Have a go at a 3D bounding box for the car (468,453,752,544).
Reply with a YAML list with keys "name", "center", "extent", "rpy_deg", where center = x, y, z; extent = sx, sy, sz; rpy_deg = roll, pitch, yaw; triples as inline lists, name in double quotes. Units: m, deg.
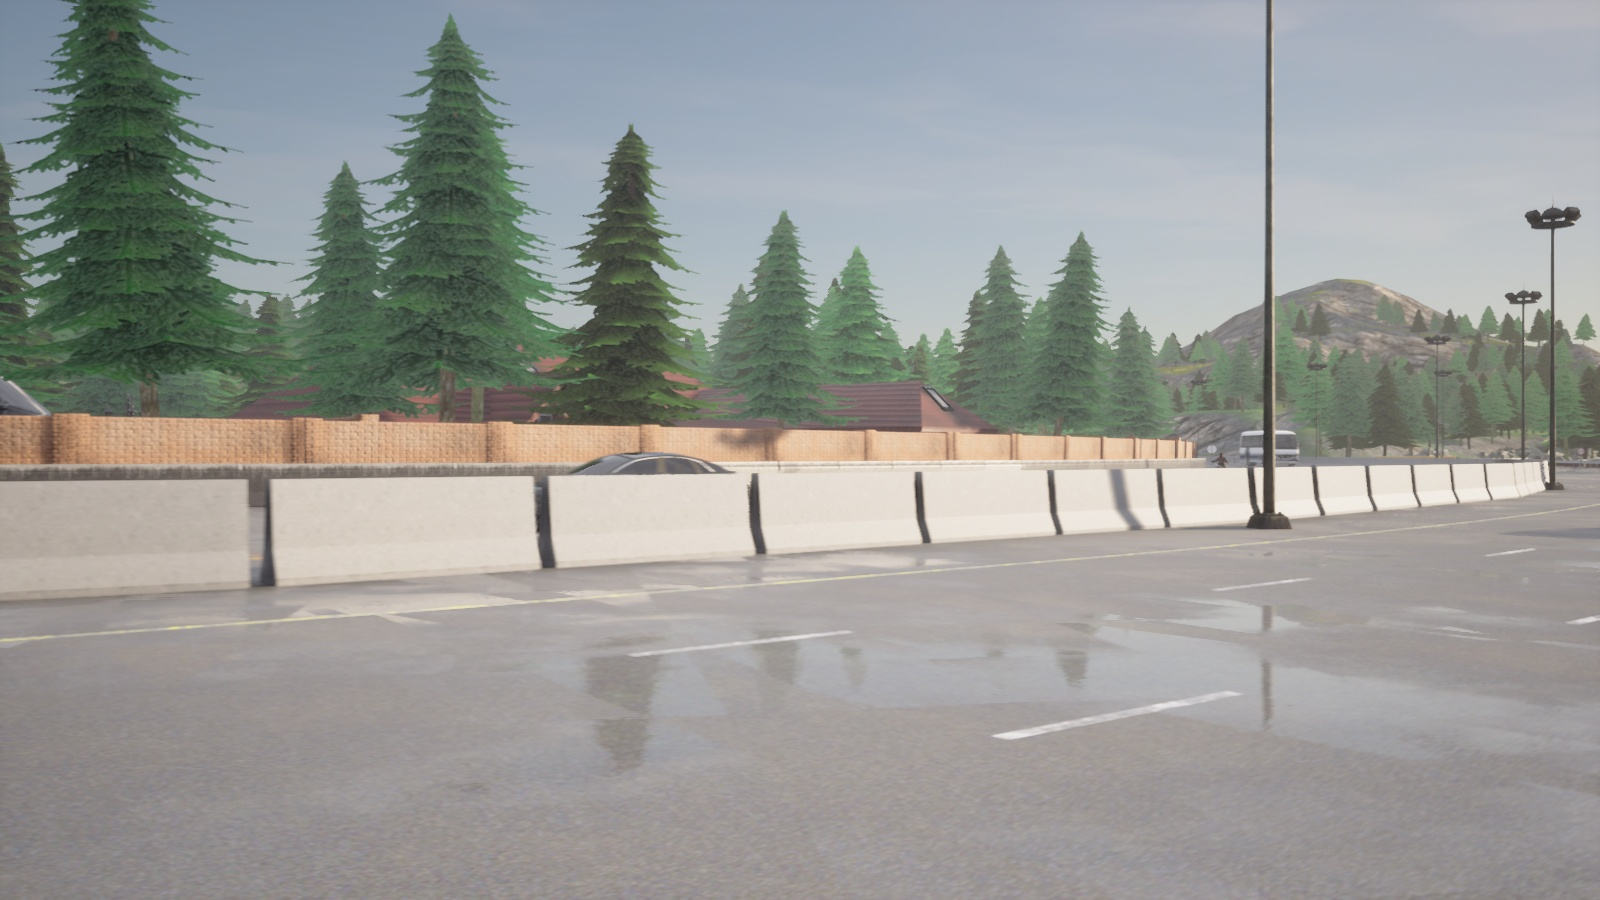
- name: "car"
  center: [-3.400, 0.818, 23.090]
  extent: [4.892, 1.490, 1.837]
  rpy_deg: [0, 0, -39]
